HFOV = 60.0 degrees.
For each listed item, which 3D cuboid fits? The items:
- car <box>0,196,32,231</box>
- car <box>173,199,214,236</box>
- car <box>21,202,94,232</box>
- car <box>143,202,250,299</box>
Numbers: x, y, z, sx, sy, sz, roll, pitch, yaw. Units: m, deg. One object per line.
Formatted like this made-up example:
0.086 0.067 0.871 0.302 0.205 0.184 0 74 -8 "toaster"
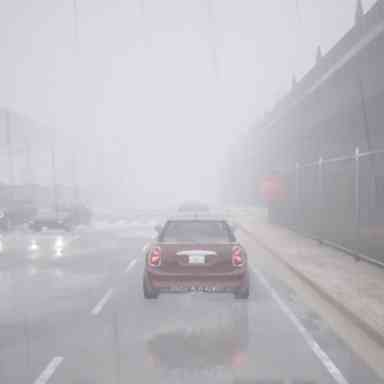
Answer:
-10.530 1.129 18.773 2.097 1.767 4.553 0 1 0 "car"
0.078 1.265 17.969 1.882 1.535 5.008 0 1 0 "car"
-7.031 1.328 18.558 2.033 1.411 5.357 0 1 0 "car"
0.088 1.252 8.336 2.097 1.767 4.553 0 1 0 "car"
